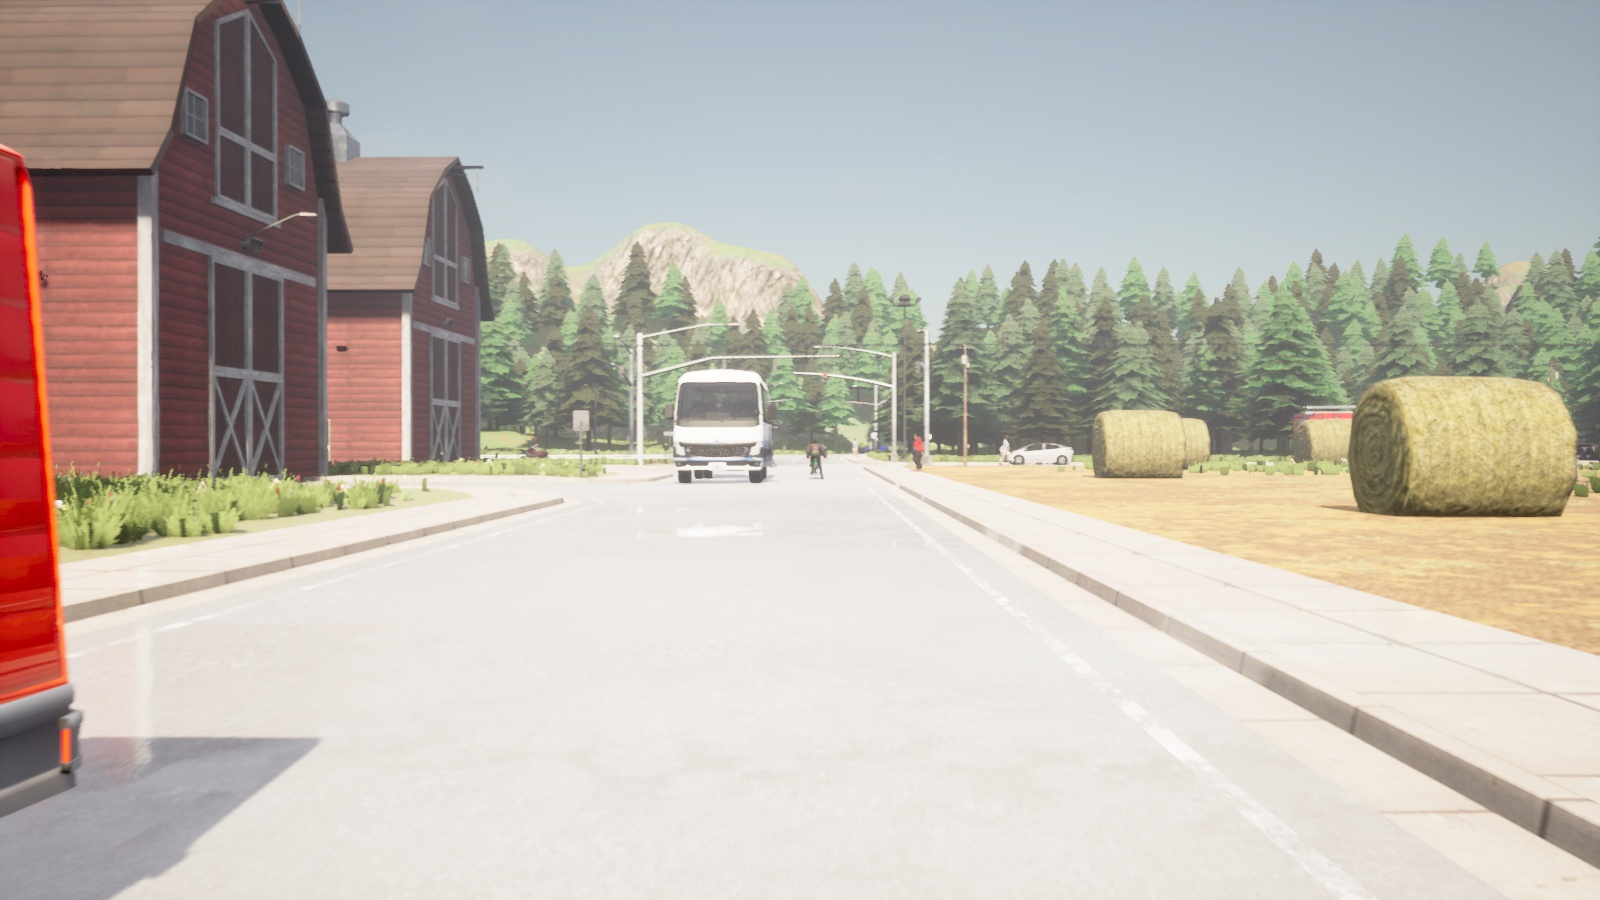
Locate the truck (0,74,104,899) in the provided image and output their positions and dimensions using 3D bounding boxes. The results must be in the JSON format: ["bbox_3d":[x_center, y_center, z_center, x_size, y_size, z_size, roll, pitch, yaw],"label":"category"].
[{"bbox_3d":[-3.463,0.249,1.230,2.627,2.467,5.204,0,0,1],"label":"truck"}]

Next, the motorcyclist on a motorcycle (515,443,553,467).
[{"bbox_3d":[-16.997,0.341,80.278,2.191,1.530,0.866,0,0,2],"label":"motorcyclist on a motorcycle"}]

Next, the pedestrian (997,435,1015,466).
[{"bbox_3d":[12.287,0.009,74.937,0.900,1.855,0.874,0,0,18],"label":"pedestrian"}]

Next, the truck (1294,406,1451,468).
[{"bbox_3d":[35.794,-0.805,78.713,8.468,3.827,2.891,0,0,2],"label":"truck"}]

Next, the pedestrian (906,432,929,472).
[{"bbox_3d":[5.473,0.084,58.336,0.899,1.844,0.634,0,0,-17],"label":"pedestrian"}]

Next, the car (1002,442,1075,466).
[{"bbox_3d":[15.702,0.267,82.813,4.514,1.525,2.007,0,0,2],"label":"car"}]

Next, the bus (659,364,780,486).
[{"bbox_3d":[-2.916,-0.909,49.072,3.944,4.253,10.273,0,0,1],"label":"bus"}]
